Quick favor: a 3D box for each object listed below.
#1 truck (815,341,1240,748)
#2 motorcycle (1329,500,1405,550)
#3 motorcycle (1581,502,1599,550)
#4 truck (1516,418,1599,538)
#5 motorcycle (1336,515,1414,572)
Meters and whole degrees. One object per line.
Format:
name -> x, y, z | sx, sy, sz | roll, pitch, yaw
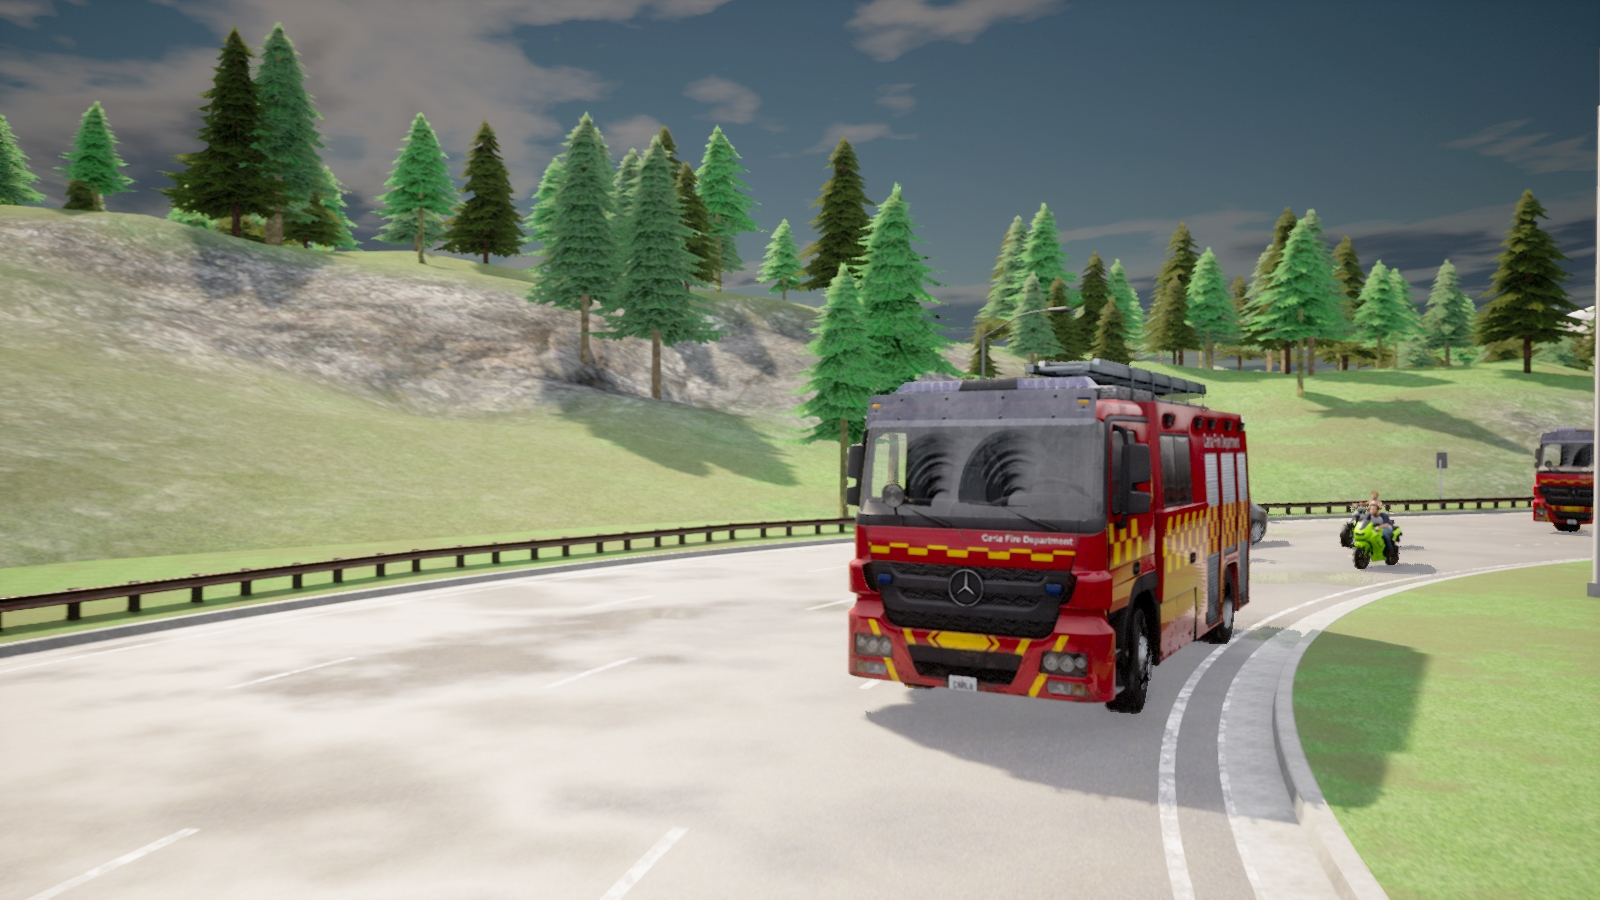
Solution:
truck -> 3.553, 0.888, 15.125 | 2.891, 3.827, 8.468 | 0, 0, 31
motorcycle -> 16.378, 2.152, 32.986 | 2.356, 1.307, 0.764 | 0, 0, -30
motorcycle -> 23.471, 2.154, 32.668 | 2.356, 1.307, 0.764 | 0, 0, -25
truck -> 28.712, 0.889, 39.067 | 8.468, 3.827, 2.891 | 0, 0, -24
motorcycle -> 13.622, 2.183, 27.037 | 2.033, 1.199, 0.803 | 0, 0, -36
